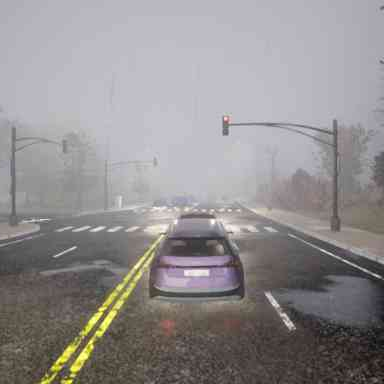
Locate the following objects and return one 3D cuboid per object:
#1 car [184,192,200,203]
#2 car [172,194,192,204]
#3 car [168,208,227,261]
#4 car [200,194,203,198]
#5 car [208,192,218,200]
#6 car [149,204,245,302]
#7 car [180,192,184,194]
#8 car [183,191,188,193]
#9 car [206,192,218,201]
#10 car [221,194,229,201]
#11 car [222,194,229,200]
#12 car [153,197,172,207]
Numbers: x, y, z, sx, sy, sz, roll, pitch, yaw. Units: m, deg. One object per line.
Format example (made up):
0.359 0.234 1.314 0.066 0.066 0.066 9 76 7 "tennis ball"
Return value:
-0.022 1.375 66.538 1.882 1.535 5.008 0 0 6 "car"
-1.453 1.418 50.154 1.882 1.535 5.008 0 0 4 "car"
0.237 1.483 13.234 1.882 1.535 5.008 0 -1 2 "car"
1.691 1.051 82.389 1.882 1.535 5.008 0 0 7 "car"
5.632 1.028 87.818 2.150 2.045 5.566 0 0 7 "car"
0.108 1.431 8.344 2.033 1.649 4.856 -1 3 1 "car"
-3.232 1.376 67.073 1.882 1.535 5.008 0 0 6 "car"
-1.541 0.801 82.740 2.150 2.045 5.566 0 0 7 "car"
4.443 1.405 77.888 1.994 1.385 4.181 0 0 6 "car"
7.634 1.445 77.167 1.895 1.301 4.718 0 0 6 "car"
8.853 1.300 87.387 1.837 1.490 4.892 0 0 7 "car"
-4.682 1.506 50.531 1.994 1.385 4.181 0 0 4 "car"
